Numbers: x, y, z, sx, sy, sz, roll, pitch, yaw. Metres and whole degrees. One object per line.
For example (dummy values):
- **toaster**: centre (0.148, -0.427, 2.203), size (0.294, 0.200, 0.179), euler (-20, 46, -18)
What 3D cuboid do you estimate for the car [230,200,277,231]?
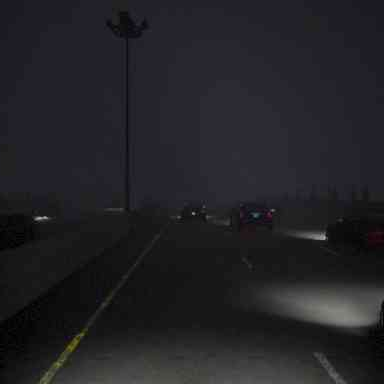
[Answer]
- **car**: centre (3.608, 1.359, 20.939), size (2.097, 1.767, 4.553), euler (0, 0, 0)

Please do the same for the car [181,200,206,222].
- **car**: centre (0.110, 1.580, 26.782), size (1.994, 1.385, 4.181), euler (0, 0, 0)

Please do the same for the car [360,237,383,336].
- **car**: centre (3.602, 1.503, 2.798), size (1.837, 1.490, 4.892), euler (0, 0, 0)

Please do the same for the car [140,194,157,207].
- **car**: centre (-7.037, 1.285, 54.706), size (2.150, 2.045, 5.566), euler (0, 0, 0)

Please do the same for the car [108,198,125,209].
- **car**: centre (-10.551, 1.602, 47.624), size (2.033, 1.411, 5.357), euler (0, 0, 0)

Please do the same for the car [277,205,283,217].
- **car**: centre (7.112, 1.587, 31.219), size (1.994, 1.385, 4.181), euler (0, 0, 0)

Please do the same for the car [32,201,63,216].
- **car**: centre (-14.083, 1.589, 32.087), size (1.994, 1.385, 4.181), euler (0, 0, 0)

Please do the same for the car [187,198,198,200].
- **car**: centre (0.117, 1.549, 43.121), size (2.163, 1.488, 4.792), euler (0, 0, 0)

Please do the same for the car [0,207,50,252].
- **car**: centre (-7.095, 1.505, 11.791), size (1.837, 1.490, 4.892), euler (0, 0, 0)

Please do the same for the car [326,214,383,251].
- **car**: centre (7.105, 1.565, 13.503), size (1.994, 1.385, 4.181), euler (0, 0, 0)
